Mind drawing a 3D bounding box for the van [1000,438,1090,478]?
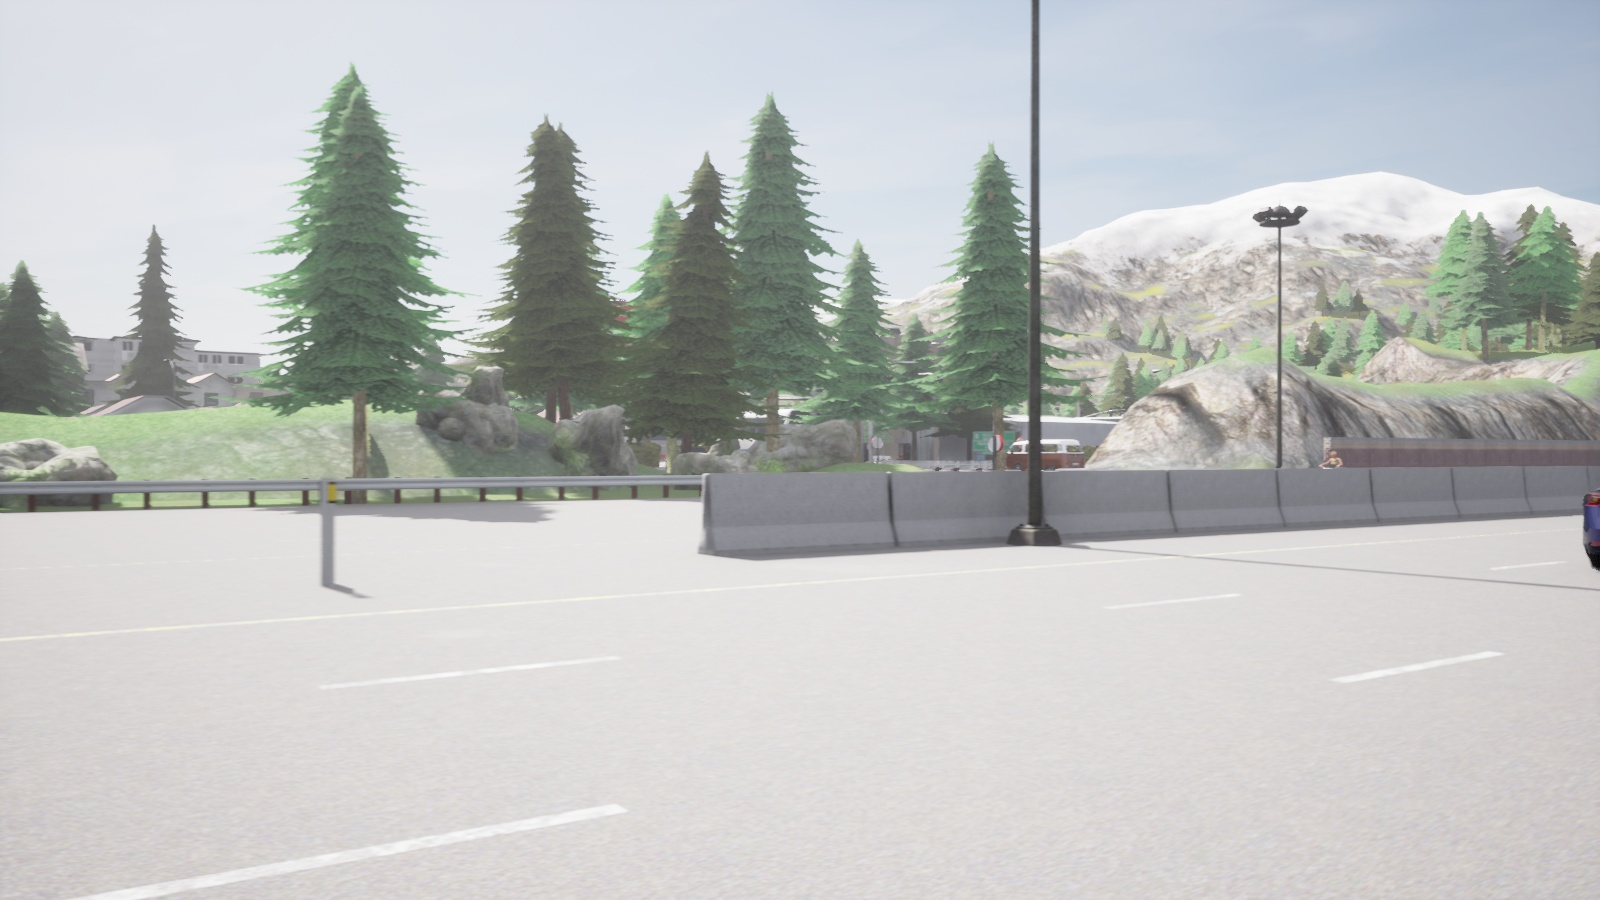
[{"bbox_3d":[12.898,0.408,66.395,2.069,2.038,4.480,0,0,-35],"label":"van"}]

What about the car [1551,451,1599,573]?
[{"bbox_3d":[12.052,0.759,16.310,4.792,1.488,2.163,0,0,-35],"label":"car"}]

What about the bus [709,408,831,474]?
[{"bbox_3d":[-2.236,-0.604,86.433,3.944,4.253,10.273,0,0,-30],"label":"bus"}]
